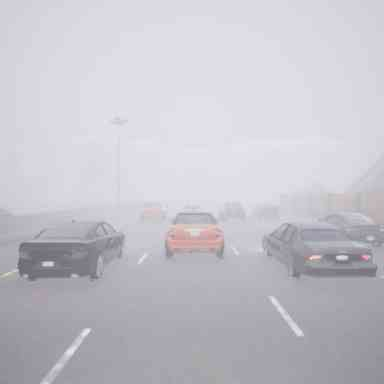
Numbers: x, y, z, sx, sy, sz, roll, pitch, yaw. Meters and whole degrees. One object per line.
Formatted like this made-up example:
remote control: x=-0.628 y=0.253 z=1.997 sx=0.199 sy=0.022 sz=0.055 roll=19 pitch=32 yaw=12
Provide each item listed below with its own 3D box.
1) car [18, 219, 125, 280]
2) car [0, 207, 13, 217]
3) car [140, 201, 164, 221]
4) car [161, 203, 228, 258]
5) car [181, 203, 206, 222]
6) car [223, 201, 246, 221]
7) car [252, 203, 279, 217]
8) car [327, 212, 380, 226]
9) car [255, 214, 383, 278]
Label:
car: x=-3.401 y=1.578 z=10.346 sx=1.882 sy=1.535 sz=5.008 roll=0 pitch=-1 yaw=0
car: x=-14.098 y=1.722 z=22.499 sx=1.837 sy=1.490 sz=4.892 roll=0 pitch=-1 yaw=0
car: x=-3.404 y=1.647 z=30.562 sx=2.097 sy=1.767 sz=4.553 roll=0 pitch=-1 yaw=0
car: x=0.098 y=1.483 z=13.529 sx=2.097 sy=1.767 sz=4.553 roll=0 pitch=-1 yaw=0
car: x=0.096 y=1.789 z=30.835 sx=2.128 sy=1.511 sz=4.902 roll=0 pitch=-1 yaw=0
car: x=3.596 y=1.647 z=30.553 sx=2.097 sy=1.767 sz=4.553 roll=0 pitch=-1 yaw=0
car: x=7.098 y=1.791 z=32.436 sx=1.882 sy=1.535 sz=5.008 roll=0 pitch=-1 yaw=0
car: x=7.099 y=1.676 z=15.530 sx=1.812 sy=1.442 sz=4.674 roll=0 pitch=-1 yaw=0
car: x=3.599 y=1.650 z=10.485 sx=2.033 sy=1.411 sz=5.357 roll=0 pitch=-1 yaw=0
